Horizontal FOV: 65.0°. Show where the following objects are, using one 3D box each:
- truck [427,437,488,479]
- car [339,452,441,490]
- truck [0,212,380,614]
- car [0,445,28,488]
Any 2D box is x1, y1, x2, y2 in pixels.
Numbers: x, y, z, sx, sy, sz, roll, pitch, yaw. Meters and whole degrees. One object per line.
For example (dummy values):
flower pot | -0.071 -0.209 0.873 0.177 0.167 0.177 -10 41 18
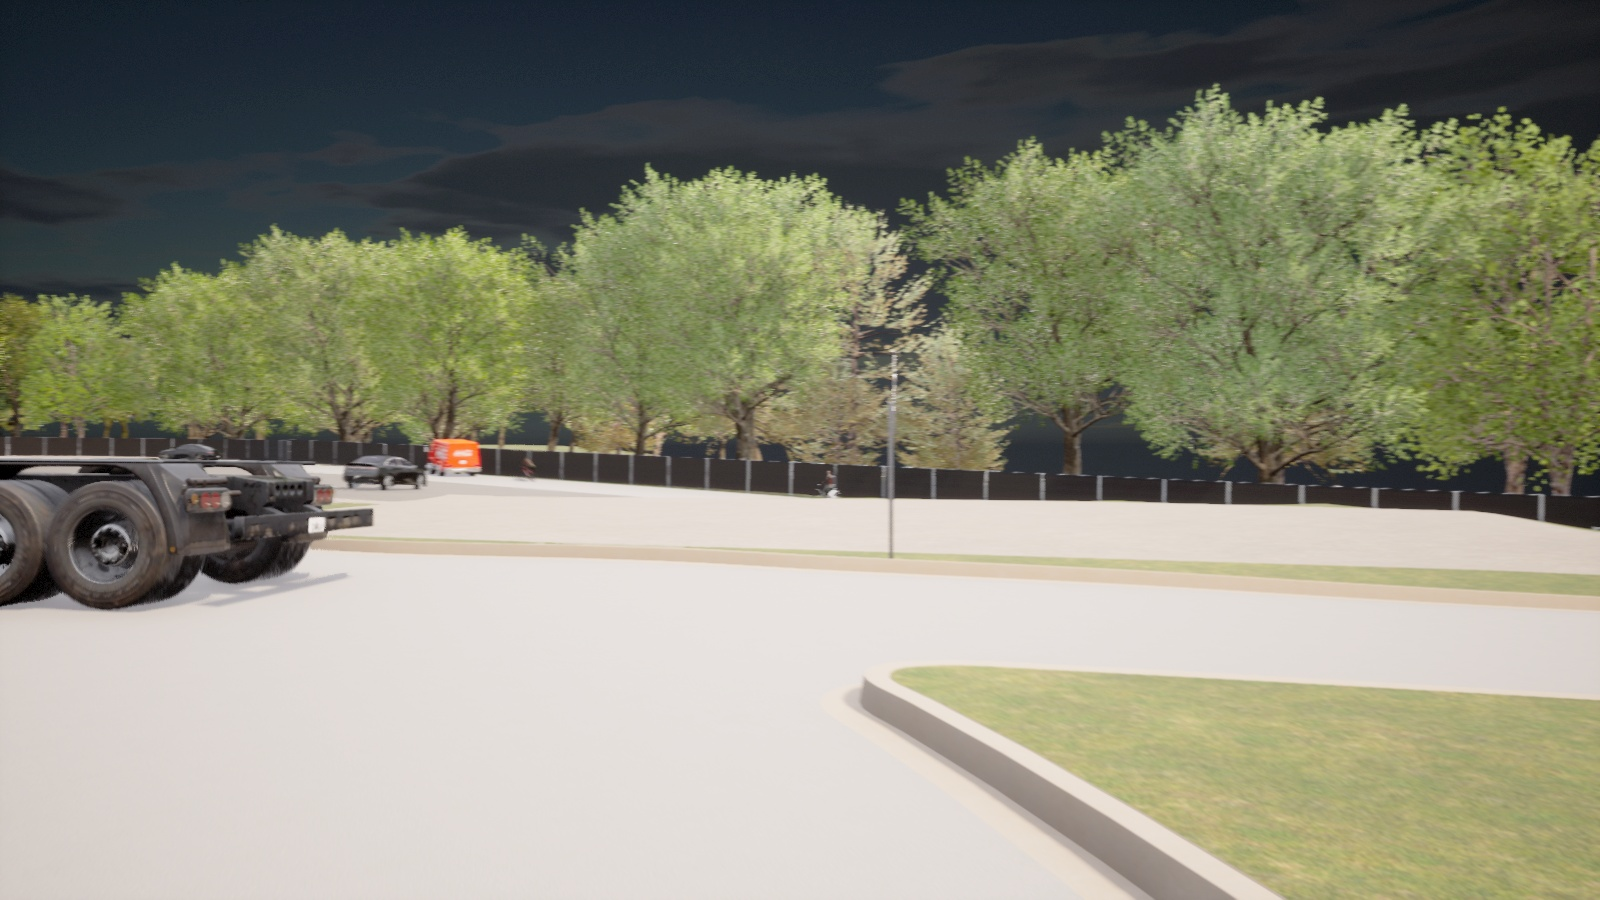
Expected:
truck | -23.809 0.494 87.080 2.627 2.467 5.204 -1 4 -32
car | -18.184 0.955 55.994 2.128 1.511 4.902 2 -1 12
truck | -8.696 -0.343 12.633 7.936 3.462 2.891 1 -1 6
car | -27.062 0.416 39.204 4.718 1.301 1.895 4 -1 -43
